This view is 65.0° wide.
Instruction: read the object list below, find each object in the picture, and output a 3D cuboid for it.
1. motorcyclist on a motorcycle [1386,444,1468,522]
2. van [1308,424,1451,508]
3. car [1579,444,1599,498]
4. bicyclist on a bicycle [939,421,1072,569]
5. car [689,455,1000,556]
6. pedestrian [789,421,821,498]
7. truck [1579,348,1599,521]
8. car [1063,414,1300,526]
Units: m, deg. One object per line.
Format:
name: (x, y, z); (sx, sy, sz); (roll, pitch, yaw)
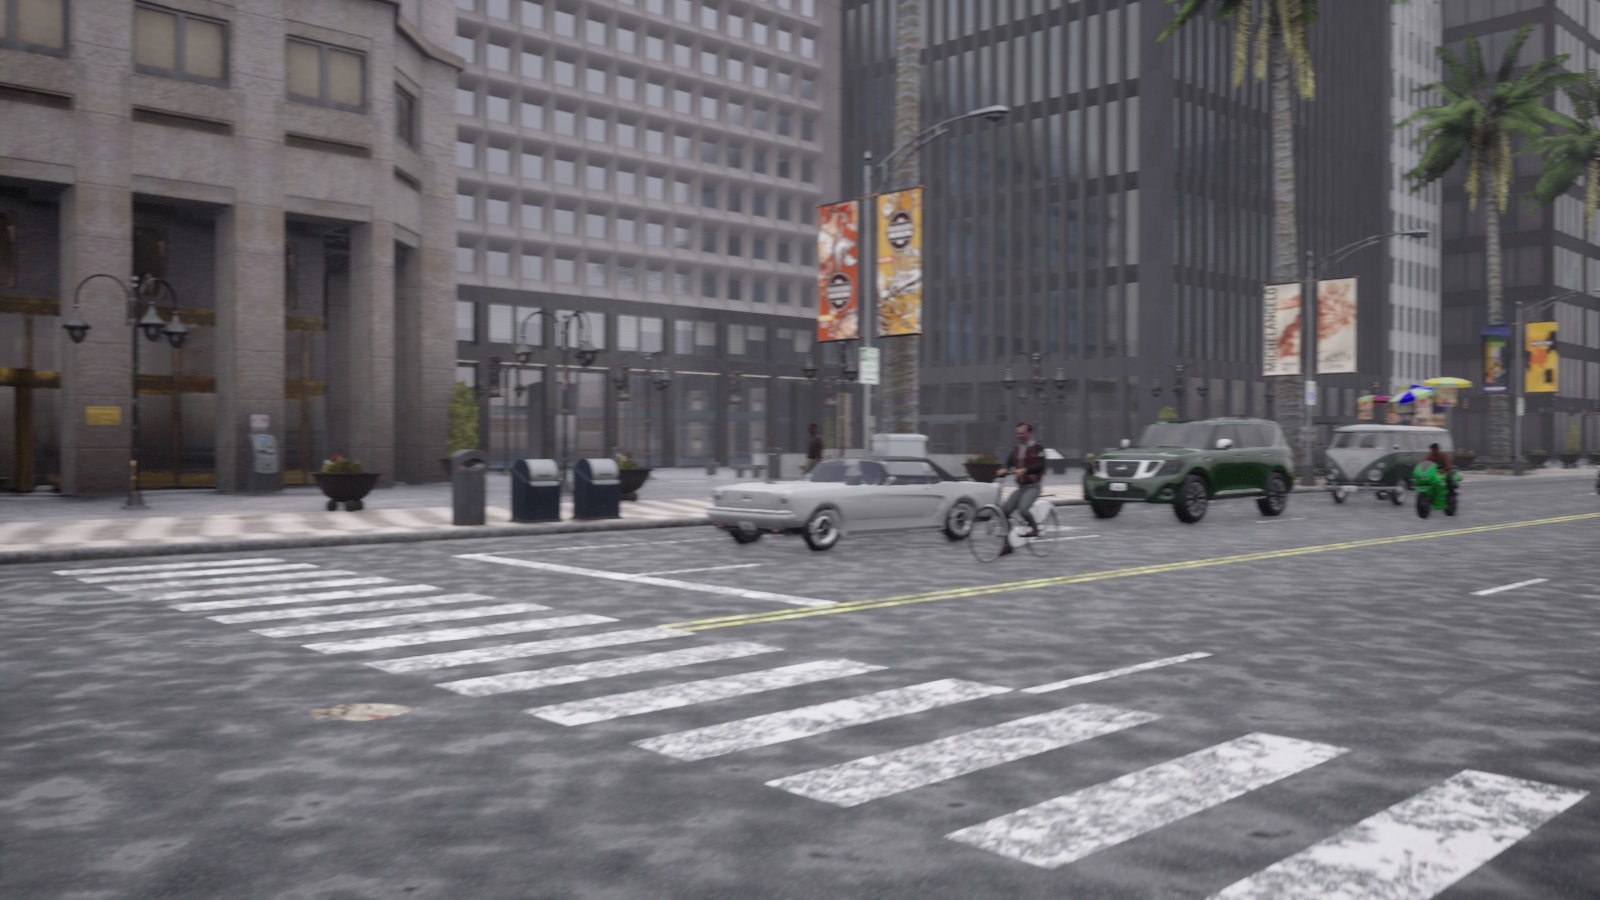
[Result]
motorcyclist on a motorcycle: (12.639, 0.635, 25.286); (2.044, 1.523, 0.797); (0, 0, -43)
van: (14.917, 0.375, 32.213); (4.442, 1.987, 1.775); (0, 0, -43)
car: (24.234, 0.585, 36.144); (4.514, 1.525, 2.007); (0, 0, -44)
bicyclist on a bicycle: (2.622, 0.536, 15.893); (1.843, 1.776, 0.659); (0, 0, -43)
car: (0.785, 0.741, 18.949); (4.718, 1.301, 1.895); (0, 0, -43)
pedestrian: (0.116, 0.226, 30.703); (0.431, 1.840, 0.703); (1, 0, 40)
truck: (19.631, -0.310, 27.030); (7.936, 3.462, 2.891); (0, 0, -43)
car: (7.897, 0.350, 25.641); (5.566, 2.045, 2.150); (0, 0, -44)
